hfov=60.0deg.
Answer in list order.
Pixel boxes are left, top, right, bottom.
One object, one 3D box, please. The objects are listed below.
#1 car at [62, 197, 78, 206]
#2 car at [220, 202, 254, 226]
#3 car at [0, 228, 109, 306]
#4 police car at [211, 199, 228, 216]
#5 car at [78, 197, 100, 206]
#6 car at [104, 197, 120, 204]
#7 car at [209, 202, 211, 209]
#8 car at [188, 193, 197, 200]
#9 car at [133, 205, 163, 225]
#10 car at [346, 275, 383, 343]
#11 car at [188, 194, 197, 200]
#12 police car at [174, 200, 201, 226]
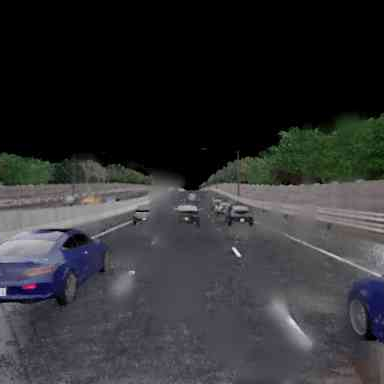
[{"bbox_3d":[-20.997,1.645,58.016,1.812,1.442,4.674,0,1,1],"label":"car"},{"bbox_3d":[3.524,1.752,25.702,1.837,1.490,4.892,0,-1,0],"label":"car"},{"bbox_3d":[-3.392,1.613,8.146,1.812,1.442,4.674,0,-1,0],"label":"car"},{"bbox_3d":[3.535,1.831,36.700,2.038,1.542,4.974,0,0,0],"label":"police car"},{"bbox_3d":[-17.507,1.604,57.657,1.882,1.535,5.008,0,1,1],"label":"car"},{"bbox_3d":[-14.007,1.602,58.405,2.128,1.511,4.902,0,1,1],"label":"car"},{"bbox_3d":[3.546,1.791,47.690,1.837,1.490,4.892,0,1,0],"label":"car"},{"bbox_3d":[0.074,1.057,77.309,1.994,1.385,4.181,0,2,0],"label":"car"},{"bbox_3d":[-3.377,1.743,26.094,2.128,1.511,4.902,0,-1,0],"label":"car"},{"bbox_3d":[3.503,1.568,3.697,1.812,1.442,4.674,0,-1,0],"label":"car"},{"bbox_3d":[0.141,1.344,67.620,2.128,1.511,4.902,0,2,0],"label":"car"},{"bbox_3d":[-0.323,1.672,25.640,1.930,1.638,5.238,0,0,1],"label":"police car"}]
